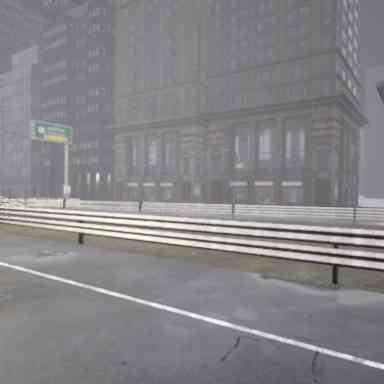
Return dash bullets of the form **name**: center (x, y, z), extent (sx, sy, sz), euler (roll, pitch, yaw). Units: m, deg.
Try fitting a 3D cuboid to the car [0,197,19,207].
- **car**: center (-26.614, 1.426, 46.322), extent (5.357, 1.411, 2.033), euler (1, 0, 18)
